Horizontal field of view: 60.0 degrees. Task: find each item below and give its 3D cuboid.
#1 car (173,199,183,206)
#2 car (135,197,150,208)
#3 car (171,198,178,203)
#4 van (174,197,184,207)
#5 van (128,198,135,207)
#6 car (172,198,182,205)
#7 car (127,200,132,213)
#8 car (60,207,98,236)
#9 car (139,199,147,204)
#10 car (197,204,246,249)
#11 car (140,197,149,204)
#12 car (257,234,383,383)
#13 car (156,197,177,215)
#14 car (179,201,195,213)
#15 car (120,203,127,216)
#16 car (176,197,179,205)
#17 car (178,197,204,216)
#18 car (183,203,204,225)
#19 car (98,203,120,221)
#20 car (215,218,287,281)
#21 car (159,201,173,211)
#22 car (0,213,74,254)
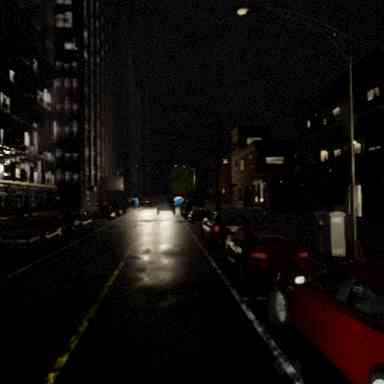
[{"bbox_3d":[-3.032,2.212,70.593,1.947,1.339,4.313,0,0,-5],"label":"car"},{"bbox_3d":[-7.104,1.717,50.572,1.994,1.385,4.181,-1,0,-5],"label":"car"},{"bbox_3d":[-4.857,2.414,92.701,1.802,1.307,4.206,0,0,-5],"label":"car"},{"bbox_3d":[-2.576,1.939,65.067,1.690,1.788,3.998,0,-1,-5],"label":"van"},{"bbox_3d":[-10.470,2.003,58.849,1.690,1.788,3.998,0,-1,-5],"label":"van"},{"bbox_3d":[-3.488,2.134,76.120,1.967,1.590,4.097,0,0,-5],"label":"car"},{"bbox_3d":[-9.102,2.055,42.264,1.887,1.381,4.507,0,-1,-5],"label":"car"},{"bbox_3d":[-7.278,1.732,20.155,1.967,1.590,4.097,0,-1,-5],"label":"car"},{"bbox_3d":[-12.751,2.482,86.483,1.802,1.307,4.206,0,0,-5],"label":"car"},{"bbox_3d":[1.529,1.561,15.319,1.967,1.590,4.097,0,-1,-5],"label":"car"},{"bbox_3d":[-13.207,2.260,92.012,2.192,1.841,5.009,0,0,-5],"label":"car"},{"bbox_3d":[2.441,1.549,4.262,1.887,1.381,4.507,0,-1,-5],"label":"car"},{"bbox_3d":[-3.093,1.624,39.640,2.150,2.045,5.566,-1,0,-5],"label":"car"},{"bbox_3d":[-0.765,1.924,43.125,1.752,1.417,4.829,0,-1,-5],"label":"car"},{"bbox_3d":[-8.646,2.039,36.737,1.802,1.307,4.206,0,-1,-5],"label":"car"},{"bbox_3d":[-0.295,1.659,37.430,2.192,1.841,5.009,0,-1,-5],"label":"car"},{"bbox_3d":[0.161,1.605,31.900,2.192,1.841,5.009,0,-1,-5],"label":"car"},{"bbox_3d":[0.618,1.786,26.371,2.008,1.369,4.403,0,-1,-5],"label":"car"},{"bbox_3d":[-8.190,1.985,31.207,1.802,1.307,4.206,0,-1,-5],"label":"car"},{"bbox_3d":[1.985,1.645,9.787,1.802,1.307,4.206,0,-1,-5],"label":"car"},{"bbox_3d":[-3.960,2.049,50.202,2.033,1.411,5.357,-1,0,-5],"label":"car"},{"bbox_3d":[-6.822,1.816,14.627,1.802,1.307,4.206,0,-1,-5],"label":"car"}]
